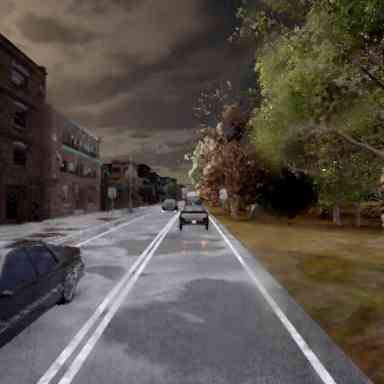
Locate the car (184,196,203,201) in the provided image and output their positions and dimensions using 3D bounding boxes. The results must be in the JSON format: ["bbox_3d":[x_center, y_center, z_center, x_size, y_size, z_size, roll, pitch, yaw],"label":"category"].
[{"bbox_3d":[0.186,1.548,41.844,2.150,2.045,5.566,0,-1,0],"label":"car"}]

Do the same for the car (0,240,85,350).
[{"bbox_3d":[-3.348,1.548,5.368,2.033,1.411,5.357,0,0,0],"label":"car"}]

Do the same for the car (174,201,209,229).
[{"bbox_3d":[0.125,1.568,22.143,2.128,1.511,4.902,0,0,0],"label":"car"}]

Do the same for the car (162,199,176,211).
[{"bbox_3d":[-3.203,1.798,48.668,2.097,1.767,4.553,0,-1,1],"label":"car"}]
